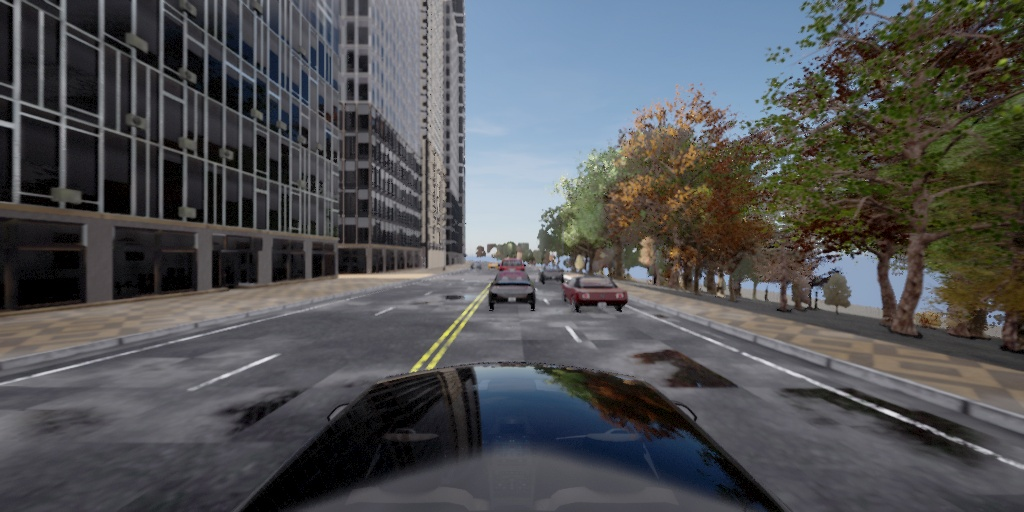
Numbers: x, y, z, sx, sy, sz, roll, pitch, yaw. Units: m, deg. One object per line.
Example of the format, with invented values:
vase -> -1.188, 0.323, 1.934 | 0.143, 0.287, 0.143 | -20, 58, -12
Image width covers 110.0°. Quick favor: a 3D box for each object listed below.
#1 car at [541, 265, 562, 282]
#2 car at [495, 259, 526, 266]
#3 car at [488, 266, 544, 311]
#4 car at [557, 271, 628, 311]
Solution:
car -> 3.262, 1.518, 30.357 | 2.128, 1.511, 4.902 | 0, 0, 0
car -> 0.002, 1.241, 29.412 | 2.150, 2.045, 5.566 | 0, 0, 0
car -> 0.015, 1.375, 15.358 | 2.128, 1.511, 4.902 | 0, 0, 0
car -> 3.261, 1.481, 15.105 | 1.895, 1.301, 4.718 | 0, -1, 0
